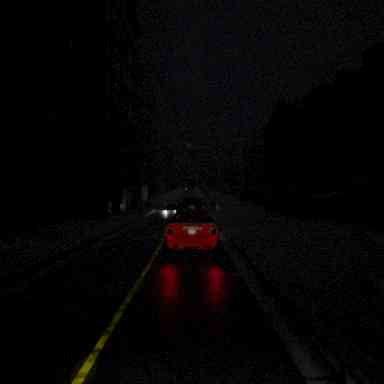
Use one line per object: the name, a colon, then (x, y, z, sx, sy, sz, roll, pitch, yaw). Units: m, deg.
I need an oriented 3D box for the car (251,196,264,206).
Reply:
car: (12.703, 1.541, 57.096, 5.009, 1.841, 2.192, 1, 0, 0)

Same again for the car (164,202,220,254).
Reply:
car: (-0.001, 1.457, 14.057, 2.097, 1.767, 4.553, 0, -1, 0)

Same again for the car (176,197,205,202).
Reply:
car: (-0.005, 1.405, 29.008, 2.150, 2.045, 5.566, 0, 0, 0)

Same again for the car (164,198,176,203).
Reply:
car: (-2.765, 1.625, 46.235, 1.882, 1.535, 5.008, 0, 0, 0)
